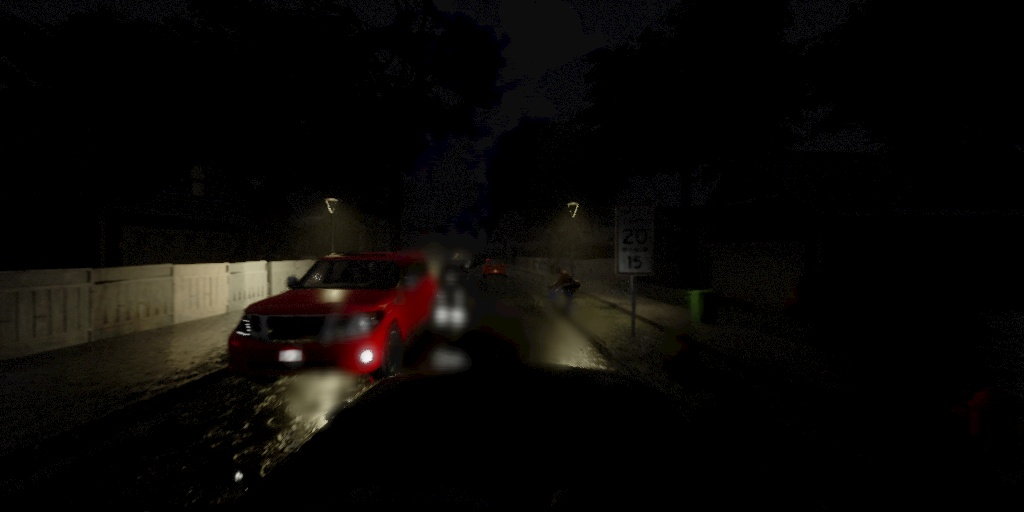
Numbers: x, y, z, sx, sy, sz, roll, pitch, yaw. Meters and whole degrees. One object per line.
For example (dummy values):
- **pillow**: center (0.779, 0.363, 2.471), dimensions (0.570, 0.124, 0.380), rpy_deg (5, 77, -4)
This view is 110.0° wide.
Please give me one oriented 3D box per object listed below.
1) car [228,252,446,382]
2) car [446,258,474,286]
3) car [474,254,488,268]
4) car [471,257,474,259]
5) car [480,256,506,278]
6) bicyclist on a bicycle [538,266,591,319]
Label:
- **car**: center (-2.964, 0.933, 7.439), dimensions (2.150, 2.045, 5.566), rpy_deg (0, 0, -2)
- **car**: center (-3.802, 1.105, 23.622), dimensions (2.128, 1.511, 4.902), rpy_deg (0, 0, -5)
- **car**: center (-4.508, 0.685, 50.787), dimensions (2.150, 2.045, 5.566), rpy_deg (0, 0, -11)
- **car**: center (-5.452, 1.051, 39.488), dimensions (1.812, 1.442, 4.674), rpy_deg (0, 0, -8)
- **car**: center (-1.622, 1.045, 31.607), dimensions (1.882, 1.535, 5.008), rpy_deg (0, 0, -6)
- **bicyclist on a bicycle**: center (1.605, 1.131, 11.009), dimensions (1.656, 1.620, 0.582), rpy_deg (0, 1, -2)
